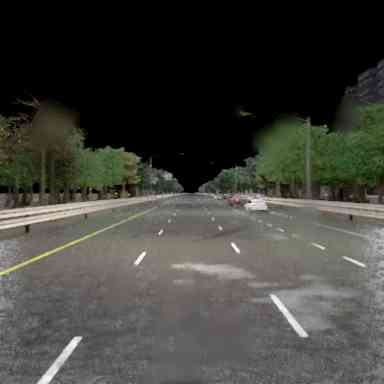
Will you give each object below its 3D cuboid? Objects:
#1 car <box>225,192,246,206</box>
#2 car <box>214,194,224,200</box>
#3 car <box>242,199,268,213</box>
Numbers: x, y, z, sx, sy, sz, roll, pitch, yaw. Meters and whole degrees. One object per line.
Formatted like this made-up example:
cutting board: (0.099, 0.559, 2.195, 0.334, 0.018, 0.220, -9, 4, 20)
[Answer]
car: (7.086, 1.352, 54.500, 2.097, 1.767, 4.553, 0, 0, 0)
car: (7.199, 1.589, 94.547, 1.895, 1.301, 4.718, 0, 0, 2)
car: (7.042, 1.535, 36.593, 1.812, 1.442, 4.674, 0, 0, 0)
